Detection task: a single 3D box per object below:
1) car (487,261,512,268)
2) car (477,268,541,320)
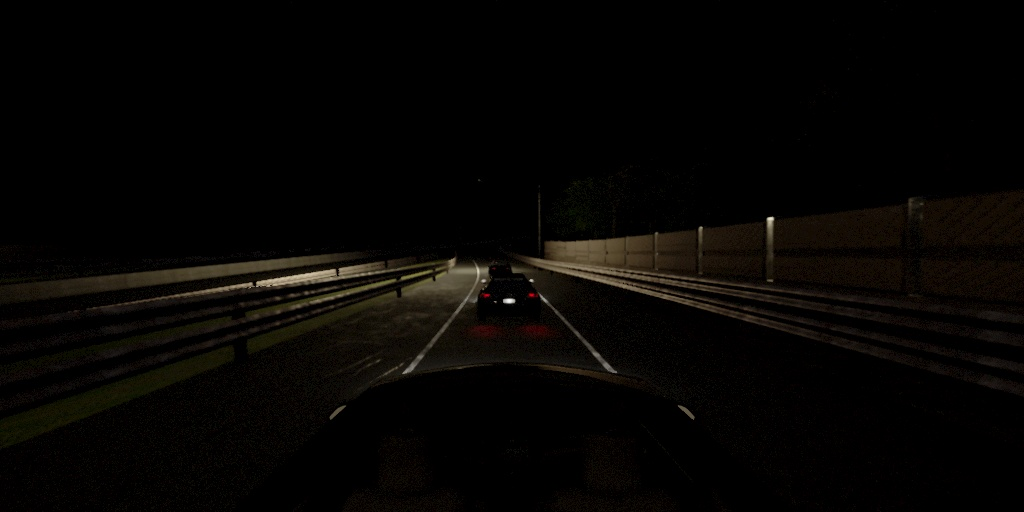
[{"bbox_3d":[-1.021,1.168,29.545,2.128,1.511,4.902,0,0,-4],"label":"car"},{"bbox_3d":[-0.140,1.286,12.508,1.994,1.385,4.181,0,0,-2],"label":"car"}]
